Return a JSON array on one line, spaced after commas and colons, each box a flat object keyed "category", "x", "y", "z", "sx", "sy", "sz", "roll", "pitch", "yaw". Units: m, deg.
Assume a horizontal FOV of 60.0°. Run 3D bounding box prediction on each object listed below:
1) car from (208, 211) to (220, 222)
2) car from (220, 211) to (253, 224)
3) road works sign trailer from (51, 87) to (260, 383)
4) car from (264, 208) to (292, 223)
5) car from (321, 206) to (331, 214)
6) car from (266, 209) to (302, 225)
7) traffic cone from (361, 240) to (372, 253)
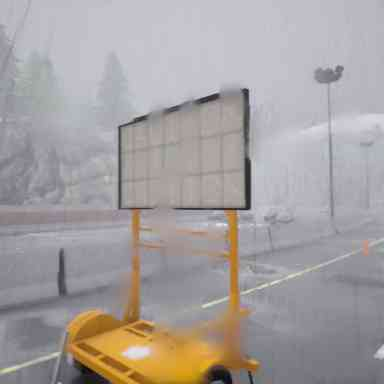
[{"category": "car", "x": 3.802, "y": 3.023, "z": 42.864, "sx": 1.882, "sy": 1.535, "sz": 5.008, "roll": -2, "pitch": -2, "yaw": 32}, {"category": "car", "x": 5.529, "y": 2.891, "z": 39.087, "sx": 1.837, "sy": 1.490, "sz": 4.892, "roll": -2, "pitch": -2, "yaw": 33}, {"category": "road works sign trailer", "x": -0.076, "y": 0.641, "z": 4.493, "sx": 2.380, "sy": 3.560, "sz": 2.880, "roll": -3, "pitch": -3, "yaw": 44}, {"category": "car", "x": 10.125, "y": 2.836, "z": 39.756, "sx": 1.882, "sy": 1.535, "sz": 5.008, "roll": -2, "pitch": -2, "yaw": 32}, {"category": "car", "x": 27.896, "y": 3.736, "z": 69.088, "sx": 1.812, "sy": 1.442, "sz": 4.674, "roll": -1, "pitch": -2, "yaw": 18}, {"category": "car", "x": 9.143, "y": 2.608, "z": 31.965, "sx": 1.812, "sy": 1.442, "sz": 4.674, "roll": -2, "pitch": -3, "yaw": 35}, {"category": "traffic cone", "x": 7.809, "y": 2.425, "z": 14.893, "sx": 0.340, "sy": 0.580, "sz": 0.340, "roll": -3, "pitch": -3, "yaw": 44}]
